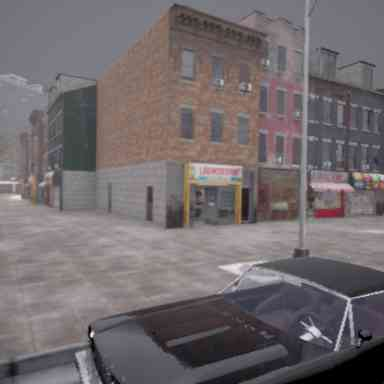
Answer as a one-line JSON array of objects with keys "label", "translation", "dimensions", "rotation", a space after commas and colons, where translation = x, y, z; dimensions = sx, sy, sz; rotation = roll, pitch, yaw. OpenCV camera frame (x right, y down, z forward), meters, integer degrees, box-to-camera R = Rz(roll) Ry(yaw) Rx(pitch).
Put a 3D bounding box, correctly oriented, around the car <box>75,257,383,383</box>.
[{"label": "car", "translation": [1.228, 1.544, 3.775], "dimensions": [4.718, 1.301, 1.895], "rotation": [0, 1, -31]}]
